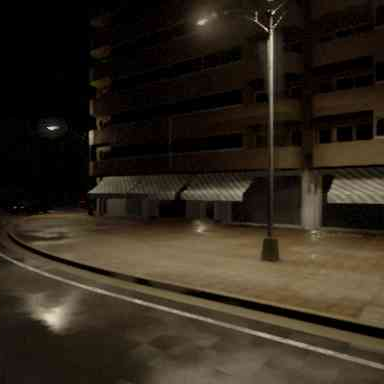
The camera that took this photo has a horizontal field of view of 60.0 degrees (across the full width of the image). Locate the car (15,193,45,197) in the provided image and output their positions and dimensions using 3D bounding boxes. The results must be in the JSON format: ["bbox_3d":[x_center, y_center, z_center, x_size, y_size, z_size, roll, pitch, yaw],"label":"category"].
[{"bbox_3d":[-19.040,1.175,40.218,2.150,2.045,5.566,0,0,11],"label":"car"}]

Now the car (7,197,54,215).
[{"bbox_3d":[-16.479,1.510,33.729,2.033,1.411,5.357,0,0,2],"label":"car"}]

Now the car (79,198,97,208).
[{"bbox_3d":[-13.556,1.464,46.262,1.837,1.490,4.892,0,0,25],"label":"car"}]
